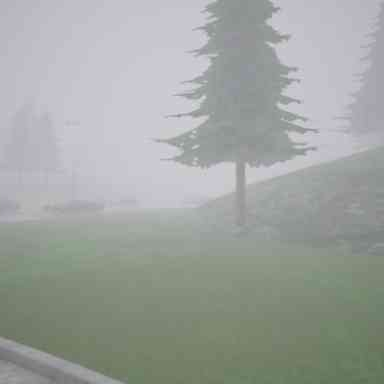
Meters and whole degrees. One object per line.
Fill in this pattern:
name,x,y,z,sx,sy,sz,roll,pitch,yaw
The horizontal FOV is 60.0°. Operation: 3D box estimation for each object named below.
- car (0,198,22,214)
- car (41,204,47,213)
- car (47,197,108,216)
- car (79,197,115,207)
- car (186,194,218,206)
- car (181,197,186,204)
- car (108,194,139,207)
car,-18.493,1.346,30.935,2.128,1.511,4.902,0,0,33
car,-12.634,1.419,33.493,1.895,1.301,4.718,0,0,33
car,-10.402,1.431,30.513,1.895,1.301,4.718,0,0,33
car,-12.964,1.339,45.746,1.895,1.301,4.718,0,0,33
car,1.838,1.214,49.091,2.033,1.411,5.357,0,0,34
car,0.185,1.139,52.920,2.128,1.511,4.902,0,0,34
car,-9.286,1.083,44.971,2.097,1.767,4.553,0,0,33
